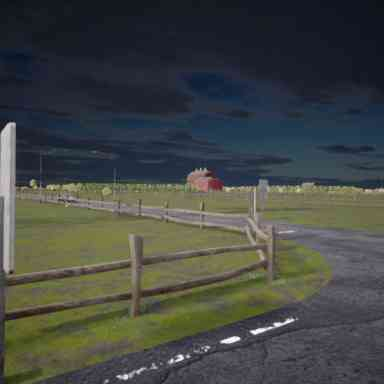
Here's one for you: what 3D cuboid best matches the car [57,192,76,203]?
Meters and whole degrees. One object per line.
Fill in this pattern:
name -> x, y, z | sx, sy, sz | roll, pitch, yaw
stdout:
car -> -18.858, 0.823, 49.807 | 2.128, 1.511, 4.902 | 1, 0, -36
